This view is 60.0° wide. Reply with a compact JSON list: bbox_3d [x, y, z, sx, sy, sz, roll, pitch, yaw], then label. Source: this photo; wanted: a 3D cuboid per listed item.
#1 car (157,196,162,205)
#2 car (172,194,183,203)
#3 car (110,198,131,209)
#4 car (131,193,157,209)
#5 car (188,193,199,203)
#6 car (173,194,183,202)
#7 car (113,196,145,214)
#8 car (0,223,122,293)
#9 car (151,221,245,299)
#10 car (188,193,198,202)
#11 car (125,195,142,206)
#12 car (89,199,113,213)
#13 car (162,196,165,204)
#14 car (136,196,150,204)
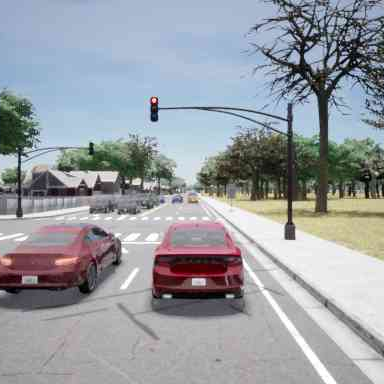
[{"bbox_3d":[-6.459,1.488,54.738,1.837,1.490,4.892,0,0,0],"label":"car"},{"bbox_3d":[-2.989,1.499,66.330,1.812,1.442,4.674,0,0,0],"label":"car"},{"bbox_3d":[-9.736,1.516,45.502,1.812,1.442,4.674,0,0,1],"label":"car"},{"bbox_3d":[-6.487,1.212,44.709,2.150,2.045,5.566,0,0,1],"label":"car"},{"bbox_3d":[0.256,1.451,65.923,1.882,1.535,5.008,0,0,0],"label":"car"},{"bbox_3d":[-3.067,1.320,76.296,2.097,1.767,4.553,0,0,0],"label":"car"},{"bbox_3d":[-6.513,1.499,34.858,1.837,1.490,4.892,0,0,0],"label":"car"},{"bbox_3d":[-3.129,1.525,8.706,1.812,1.442,4.674,0,0,0],"label":"car"},{"bbox_3d":[0.118,1.477,8.495,1.882,1.535,5.008,0,0,0],"label":"car"},{"bbox_3d":[0.183,1.190,76.324,2.150,2.045,5.566,0,0,0],"label":"car"},{"bbox_3d":[-9.707,1.335,55.388,2.097,1.767,4.553,0,0,0],"label":"car"},{"bbox_3d":[-9.759,1.498,36.369,1.837,1.490,4.892,0,0,0],"label":"car"},{"bbox_3d":[-6.383,1.452,65.168,1.882,1.535,5.008,0,0,1],"label":"car"},{"bbox_3d":[-9.620,1.521,66.007,2.033,1.411,5.357,0,0,0],"label":"car"}]
